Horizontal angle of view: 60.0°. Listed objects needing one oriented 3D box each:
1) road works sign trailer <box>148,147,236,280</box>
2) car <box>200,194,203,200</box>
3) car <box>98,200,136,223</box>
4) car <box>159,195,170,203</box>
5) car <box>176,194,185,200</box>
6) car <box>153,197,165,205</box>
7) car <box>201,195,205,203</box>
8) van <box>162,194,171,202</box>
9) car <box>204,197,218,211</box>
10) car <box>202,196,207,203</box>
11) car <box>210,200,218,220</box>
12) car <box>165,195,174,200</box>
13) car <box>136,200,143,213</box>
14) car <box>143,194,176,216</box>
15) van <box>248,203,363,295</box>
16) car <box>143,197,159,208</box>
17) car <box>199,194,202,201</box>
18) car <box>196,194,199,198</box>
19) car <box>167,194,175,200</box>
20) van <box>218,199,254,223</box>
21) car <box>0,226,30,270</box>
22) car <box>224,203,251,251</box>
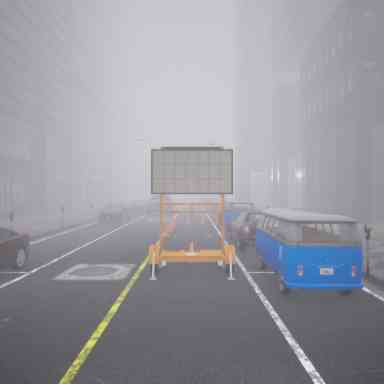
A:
[{"bbox_3d":[0.003,0.465,9.916,2.380,3.560,2.880,0,0,0],"label":"road works sign trailer"},{"bbox_3d":[2.687,1.517,53.453,1.887,1.381,4.507,1,0,0],"label":"car"},{"bbox_3d":[-5.844,1.540,25.327,1.887,1.381,4.507,1,0,0],"label":"car"},{"bbox_3d":[-5.835,1.388,70.322,1.967,1.590,4.097,1,0,0],"label":"car"},{"bbox_3d":[-2.984,1.130,89.848,2.150,2.045,5.566,0,0,0],"label":"car"},{"bbox_3d":[-5.839,1.547,59.074,1.802,1.307,4.206,1,0,0],"label":"car"},{"bbox_3d":[2.685,1.524,47.828,1.887,1.381,4.507,1,0,0],"label":"car"},{"bbox_3d":[-5.833,1.280,75.947,1.690,1.788,3.998,1,0,0],"label":"van"},{"bbox_3d":[2.683,1.540,36.579,2.008,1.369,4.403,1,0,0],"label":"car"},{"bbox_3d":[2.684,1.529,42.204,1.887,1.381,4.507,1,0,0],"label":"car"},{"bbox_3d":[2.681,1.547,25.330,2.008,1.369,4.403,1,0,0],"label":"car"},{"bbox_3d":[-5.834,1.485,87.196,1.947,1.339,4.313,1,0,0],"label":"car"},{"bbox_3d":[-5.842,1.540,36.575,2.008,1.369,4.403,1,0,0],"label":"car"},{"bbox_3d":[-3.094,1.213,32.756,2.150,2.045,5.566,0,0,0],"label":"car"},{"bbox_3d":[2.680,1.342,8.455,1.690,1.788,3.998,1,0,0],"label":"van"},{"bbox_3d":[-5.840,1.504,47.654,1.752,1.417,4.829,1,0,0],"label":"car"},{"bbox_3d":[2.687,1.510,59.078,1.887,1.381,4.507,1,0,0],"label":"car"},{"bbox_3d":[2.691,1.474,81.577,1.887,1.381,4.507,1,0,0],"label":"car"},{"bbox_3d":[-5.831,1.349,92.820,1.967,1.590,4.097,1,0,0],"label":"car"},{"bbox_3d":[2.682,1.339,19.705,1.690,1.788,3.998,1,0,0],"label":"van"},{"bbox_3d":[-5.848,1.545,8.453,1.887,1.381,4.507,1,0,0],"label":"car"},{"bbox_3d":[2.680,1.440,14.080,1.967,1.590,4.097,1,0,0],"label":"car"}]
